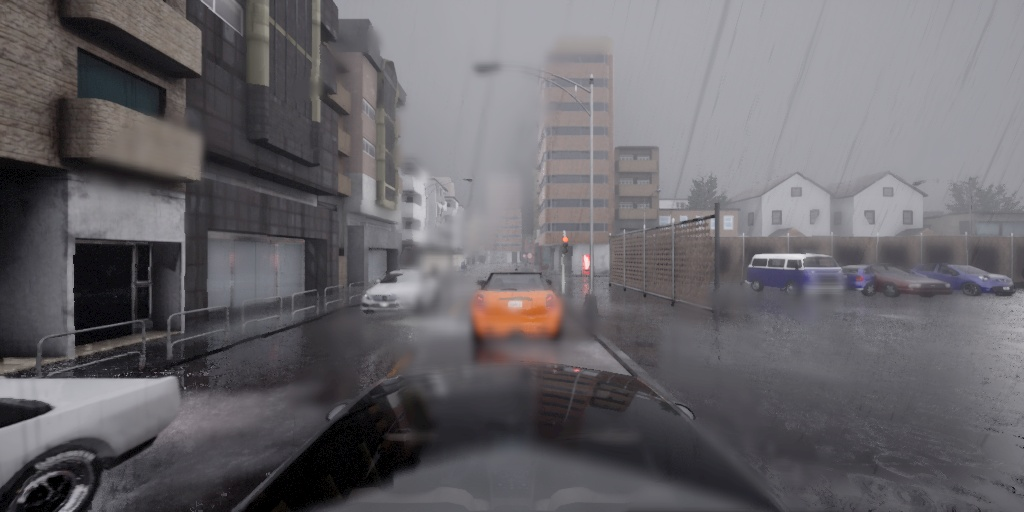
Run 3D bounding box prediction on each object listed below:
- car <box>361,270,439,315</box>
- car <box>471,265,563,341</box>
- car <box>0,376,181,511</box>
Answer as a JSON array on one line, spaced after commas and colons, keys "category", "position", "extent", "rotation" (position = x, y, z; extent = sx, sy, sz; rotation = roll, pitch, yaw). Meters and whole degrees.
[{"category": "car", "position": [-4.050, 1.275, 13.741], "extent": [1.812, 1.442, 4.674], "rotation": [0, 0, 0]}, {"category": "car", "position": [0.102, 1.101, 10.009], "extent": [2.097, 1.767, 4.553], "rotation": [0, 0, 0]}, {"category": "car", "position": [-4.097, 1.351, 1.150], "extent": [1.895, 1.301, 4.718], "rotation": [0, 0, 0]}]
